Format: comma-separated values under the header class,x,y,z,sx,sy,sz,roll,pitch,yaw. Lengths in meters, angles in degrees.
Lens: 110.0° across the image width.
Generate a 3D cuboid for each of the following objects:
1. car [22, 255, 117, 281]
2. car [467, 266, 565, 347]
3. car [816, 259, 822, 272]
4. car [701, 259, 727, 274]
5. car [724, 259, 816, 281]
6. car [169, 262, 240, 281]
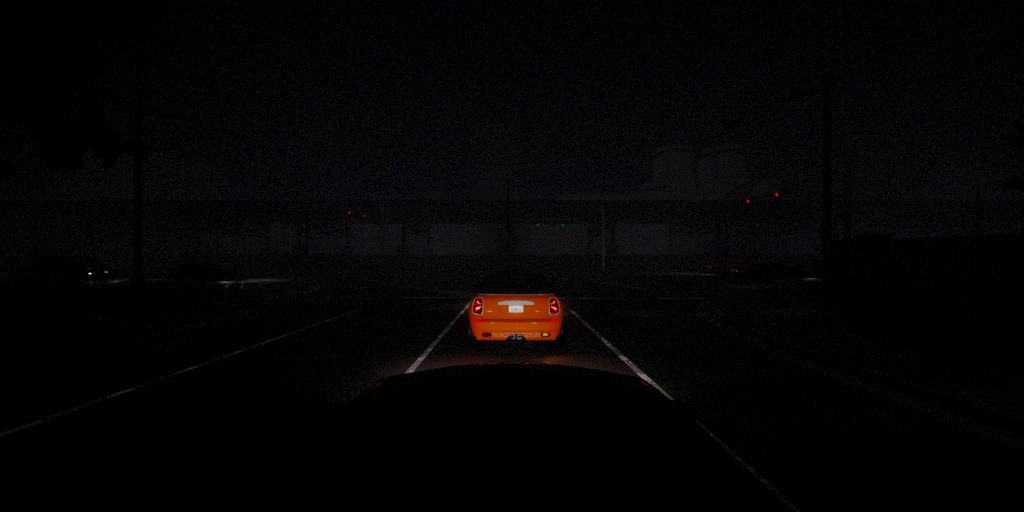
class,x,y,z,sx,sy,sz,roll,pitch,yaw
car,-36.449,0.969,29.871,5.566,2.045,2.150,0,0,2
car,0.083,1.103,9.471,2.097,1.767,4.553,0,0,0
car,33.137,1.065,38.746,4.181,1.385,1.994,-1,0,1
car,23.227,1.098,39.000,5.008,1.535,1.882,-1,0,1
car,20.319,1.194,28.367,5.357,1.411,2.033,-1,0,1
car,-25.233,1.228,29.532,5.008,1.535,1.882,0,0,2
